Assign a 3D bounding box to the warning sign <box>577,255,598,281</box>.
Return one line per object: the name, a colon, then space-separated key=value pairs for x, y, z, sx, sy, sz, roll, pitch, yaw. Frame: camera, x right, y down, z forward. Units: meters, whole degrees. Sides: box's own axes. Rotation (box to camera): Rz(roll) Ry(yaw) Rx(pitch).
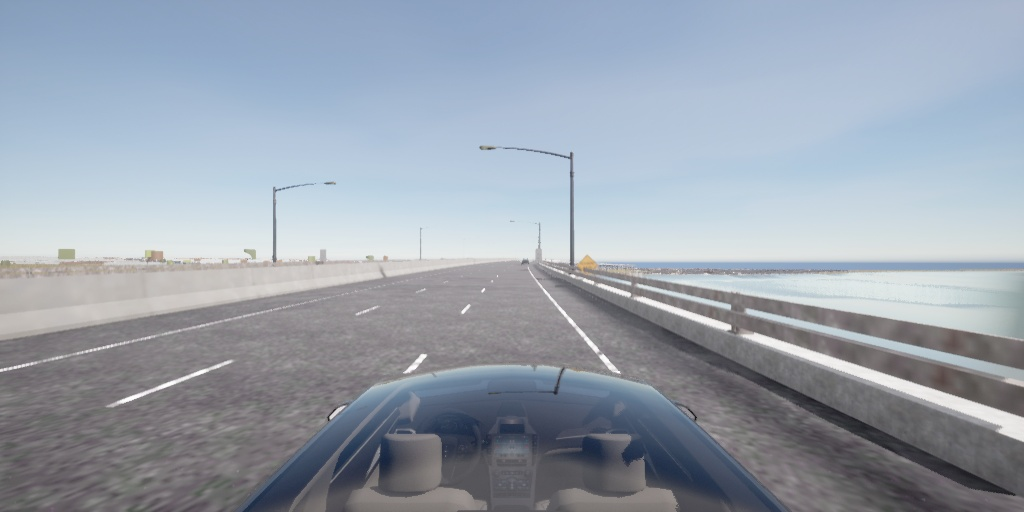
warning sign: x=4.674 y=0.851 z=22.124 sx=1.300 sy=1.860 sz=1.060 roll=0 pitch=0 yaw=1
